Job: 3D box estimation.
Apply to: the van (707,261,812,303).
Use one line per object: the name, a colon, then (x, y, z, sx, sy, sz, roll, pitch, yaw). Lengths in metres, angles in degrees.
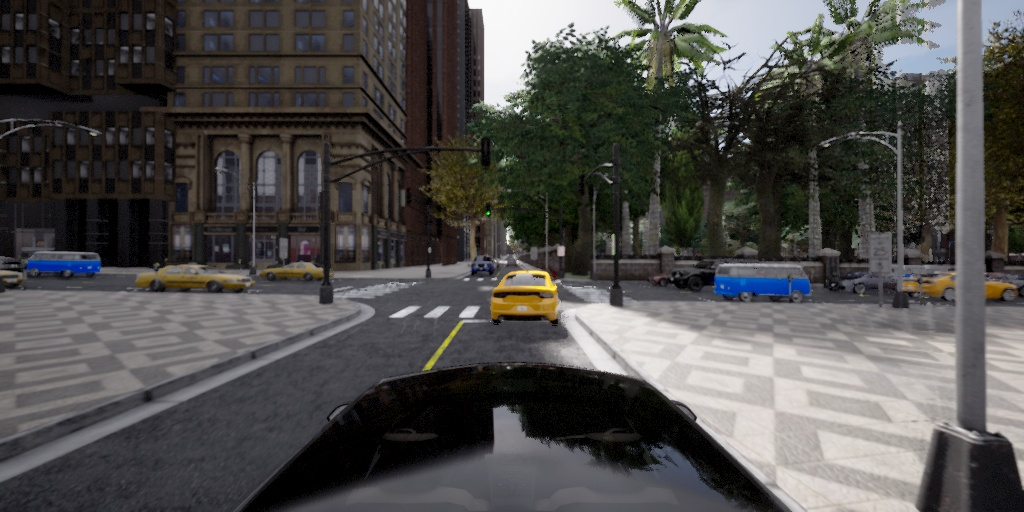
van: (11.866, 1.272, 17.079, 3.998, 1.789, 1.690, 0, 0, 0)

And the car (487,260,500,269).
car: (-3.015, 1.335, 58.473, 1.895, 1.301, 4.718, 0, 0, 0)

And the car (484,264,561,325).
car: (0.576, 1.210, 11.811, 1.882, 1.535, 5.008, 0, 0, 7)

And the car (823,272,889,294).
car: (22.537, 1.690, 22.901, 4.181, 1.385, 1.994, 1, 0, 0)

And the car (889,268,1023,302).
car: (24.434, 1.625, 19.725, 5.008, 1.535, 1.882, 1, 0, 1)

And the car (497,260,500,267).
car: (-3.074, 1.325, 48.261, 1.895, 1.301, 4.718, 0, 0, 0)

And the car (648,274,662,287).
car: (11.885, 1.541, 25.605, 4.207, 1.307, 1.802, 0, 0, 0)

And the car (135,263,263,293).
car: (-15.052, 1.010, 17.174, 4.829, 1.417, 1.751, 0, 0, 0)

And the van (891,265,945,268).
van: (28.455, 1.573, 25.546, 3.998, 1.789, 1.690, 0, 0, 0)

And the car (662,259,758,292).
car: (12.998, 1.190, 22.941, 5.566, 2.045, 2.150, 1, 0, 0)

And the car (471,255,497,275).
car: (-3.108, 0.940, 38.443, 2.150, 2.045, 5.566, 0, 0, 0)

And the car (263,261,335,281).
car: (-15.371, 1.038, 25.701, 4.829, 1.417, 1.751, 0, 0, 0)

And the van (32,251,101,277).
van: (-32.212, 0.577, 25.760, 3.998, 1.789, 1.690, 0, 0, 0)

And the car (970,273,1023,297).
car: (32.546, 1.855, 22.863, 4.181, 1.385, 1.994, 1, 0, 0)

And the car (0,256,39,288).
car: (-26.393, 0.825, 17.215, 4.829, 1.417, 1.751, 0, 0, 0)
